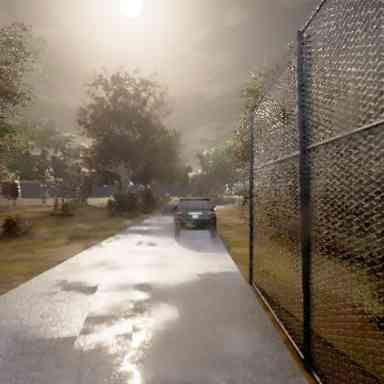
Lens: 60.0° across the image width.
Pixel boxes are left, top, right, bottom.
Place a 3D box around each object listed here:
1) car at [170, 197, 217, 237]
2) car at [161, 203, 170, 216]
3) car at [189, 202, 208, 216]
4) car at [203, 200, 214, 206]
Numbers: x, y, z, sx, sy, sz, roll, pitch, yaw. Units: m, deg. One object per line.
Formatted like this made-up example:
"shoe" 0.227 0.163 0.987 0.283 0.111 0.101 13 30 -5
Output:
"car" 0.174 1.298 18.676 2.150 2.045 5.566 0 0 0
"car" -2.182 1.882 36.601 1.895 1.301 4.718 0 -1 4
"car" 0.778 1.853 36.597 1.994 1.385 4.181 0 -1 3
"car" 3.824 2.612 77.456 1.994 1.385 4.181 0 -2 12
